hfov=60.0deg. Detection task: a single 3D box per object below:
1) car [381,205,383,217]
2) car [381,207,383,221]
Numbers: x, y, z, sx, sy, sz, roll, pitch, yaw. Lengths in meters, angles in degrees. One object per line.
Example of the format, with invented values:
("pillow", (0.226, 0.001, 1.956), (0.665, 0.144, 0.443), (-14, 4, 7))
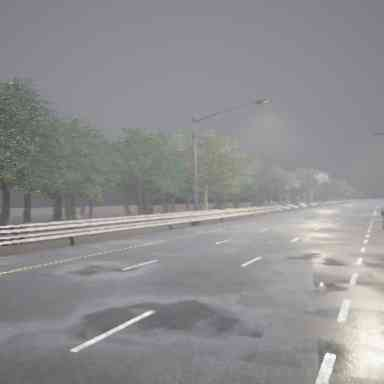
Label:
("car", (23.943, 2.257, 40.093), (1.895, 1.301, 4.718), (-2, -2, 30))
("car", (14.117, 1.899, 22.740), (1.812, 1.442, 4.674), (-2, -2, 29))
